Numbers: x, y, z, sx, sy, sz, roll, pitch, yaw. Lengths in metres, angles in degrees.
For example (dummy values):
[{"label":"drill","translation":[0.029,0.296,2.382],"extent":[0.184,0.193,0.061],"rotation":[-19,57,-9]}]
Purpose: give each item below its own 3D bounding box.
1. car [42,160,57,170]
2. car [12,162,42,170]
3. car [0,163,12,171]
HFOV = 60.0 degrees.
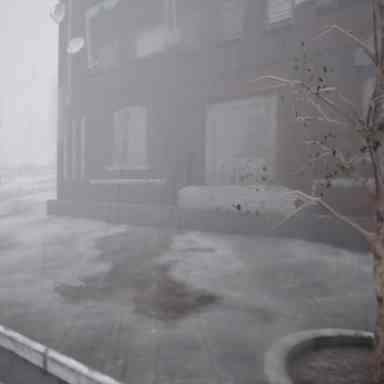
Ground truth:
[{"label":"car","translation":[-16.792,-3.367,43.469],"extent":[4.553,1.767,2.185],"rotation":[1,1,26]},{"label":"car","translation":[-21.874,-3.364,45.909],"extent":[4.892,1.521,2.231],"rotation":[1,1,27]},{"label":"car","translation":[-26.707,-3.425,48.365],"extent":[4.674,1.452,2.002],"rotation":[1,1,28]}]
